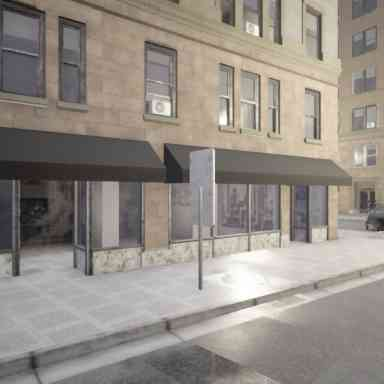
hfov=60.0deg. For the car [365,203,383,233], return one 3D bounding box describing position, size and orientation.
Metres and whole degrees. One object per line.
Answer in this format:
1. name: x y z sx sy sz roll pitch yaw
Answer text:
1. car: 11.261 1.366 16.802 2.097 1.767 4.553 0 0 -22
